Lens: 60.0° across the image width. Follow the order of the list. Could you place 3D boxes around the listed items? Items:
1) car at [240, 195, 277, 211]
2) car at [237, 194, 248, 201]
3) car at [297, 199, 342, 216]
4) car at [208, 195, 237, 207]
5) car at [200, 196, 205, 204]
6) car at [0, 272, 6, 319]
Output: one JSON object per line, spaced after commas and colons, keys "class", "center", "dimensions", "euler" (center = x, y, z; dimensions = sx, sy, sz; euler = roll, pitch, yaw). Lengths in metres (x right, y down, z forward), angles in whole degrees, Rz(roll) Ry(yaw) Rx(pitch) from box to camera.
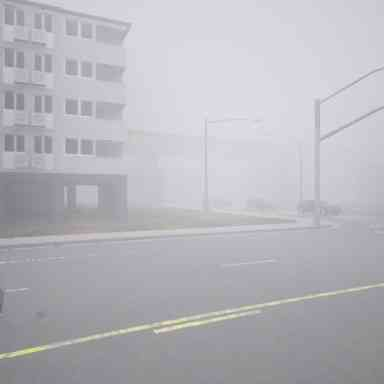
{"class": "car", "center": [8.660, 1.492, 42.017], "dimensions": [2.128, 1.511, 4.902], "euler": [0, 0, -25]}
{"class": "car", "center": [11.176, 1.540, 75.348], "dimensions": [2.033, 1.411, 5.357], "euler": [0, 0, 41]}
{"class": "car", "center": [12.713, 1.505, 33.453], "dimensions": [1.837, 1.490, 4.892], "euler": [0, 0, -25]}
{"class": "car", "center": [4.509, 1.505, 51.301], "dimensions": [1.837, 1.490, 4.892], "euler": [0, 0, -21]}
{"class": "car", "center": [2.534, 1.505, 61.434], "dimensions": [1.837, 1.490, 4.892], "euler": [0, 0, 3]}
{"class": "car", "center": [-5.069, 1.564, 4.761], "dimensions": [4.181, 1.385, 1.994], "euler": [0, 0, -32]}
